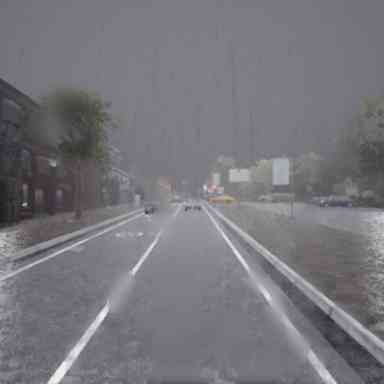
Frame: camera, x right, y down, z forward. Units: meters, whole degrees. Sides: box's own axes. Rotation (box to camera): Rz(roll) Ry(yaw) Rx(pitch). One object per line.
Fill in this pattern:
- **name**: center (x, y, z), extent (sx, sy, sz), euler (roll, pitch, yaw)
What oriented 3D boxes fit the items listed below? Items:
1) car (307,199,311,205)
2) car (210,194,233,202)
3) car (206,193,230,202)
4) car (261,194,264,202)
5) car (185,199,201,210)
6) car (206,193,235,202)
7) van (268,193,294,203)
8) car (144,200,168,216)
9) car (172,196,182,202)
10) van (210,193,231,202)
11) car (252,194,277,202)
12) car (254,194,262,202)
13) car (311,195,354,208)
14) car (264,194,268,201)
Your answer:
- **car**: center (18.677, 1.362, 46.987), extent (4.674, 1.452, 2.002), euler (0, 0, 0)
- **car**: center (6.271, 1.328, 71.248), extent (4.553, 1.767, 2.185), euler (0, -1, 0)
- **car**: center (6.185, 1.391, 80.478), extent (5.566, 2.045, 2.435), euler (0, -1, -1)
- **car**: center (18.677, 1.487, 73.237), extent (5.366, 1.575, 1.946), euler (0, -1, 0)
- **car**: center (0.093, 1.495, 40.599), extent (1.895, 1.301, 4.718), euler (0, 0, 0)
- **car**: center (6.079, 1.408, 68.327), extent (5.366, 1.575, 1.946), euler (0, -1, 0)
- **van**: center (18.420, 1.180, 67.783), extent (4.442, 1.987, 1.878), euler (0, -1, 0)
- **car**: center (-3.351, 1.483, 31.953), extent (1.994, 1.385, 4.181), euler (0, 0, 0)
- **car**: center (-3.307, 1.523, 72.638), extent (1.812, 1.442, 4.674), euler (0, -1, 0)
- **van**: center (6.331, 1.283, 74.287), extent (4.442, 1.987, 1.878), euler (0, -1, 0)
- **car**: center (18.347, 1.500, 84.417), extent (5.566, 2.045, 2.435), euler (0, -2, -1)
- **car**: center (18.416, 1.355, 78.956), extent (5.566, 2.045, 2.435), euler (0, -2, -1)
- **car**: center (18.748, 1.204, 43.817), extent (4.553, 1.767, 2.185), euler (0, 0, 0)
- **car**: center (18.699, 1.443, 70.576), extent (5.366, 1.575, 1.946), euler (0, -1, 0)
